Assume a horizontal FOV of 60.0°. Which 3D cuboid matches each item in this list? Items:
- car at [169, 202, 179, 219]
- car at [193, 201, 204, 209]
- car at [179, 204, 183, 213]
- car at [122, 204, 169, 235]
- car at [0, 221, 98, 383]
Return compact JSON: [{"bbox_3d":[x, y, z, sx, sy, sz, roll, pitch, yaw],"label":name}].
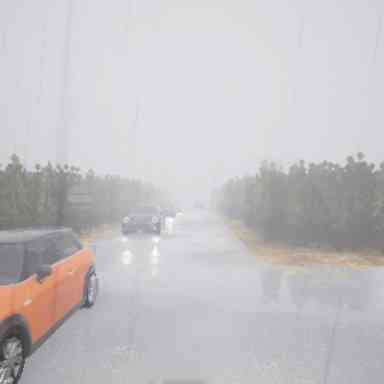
[{"bbox_3d":[-2.593,1.812,32.357,1.994,1.385,4.181,0,0,1],"label":"car"},{"bbox_3d":[1.232,2.437,62.198,2.033,1.411,5.357,0,-1,1],"label":"car"},{"bbox_3d":[-2.362,2.012,44.160,1.812,1.442,4.674,0,-2,1],"label":"car"},{"bbox_3d":[-2.795,1.550,20.047,2.097,1.767,4.553,0,-1,0],"label":"car"},{"bbox_3d":[-3.084,1.453,5.216,2.097,1.767,4.553,0,-1,1],"label":"car"}]
